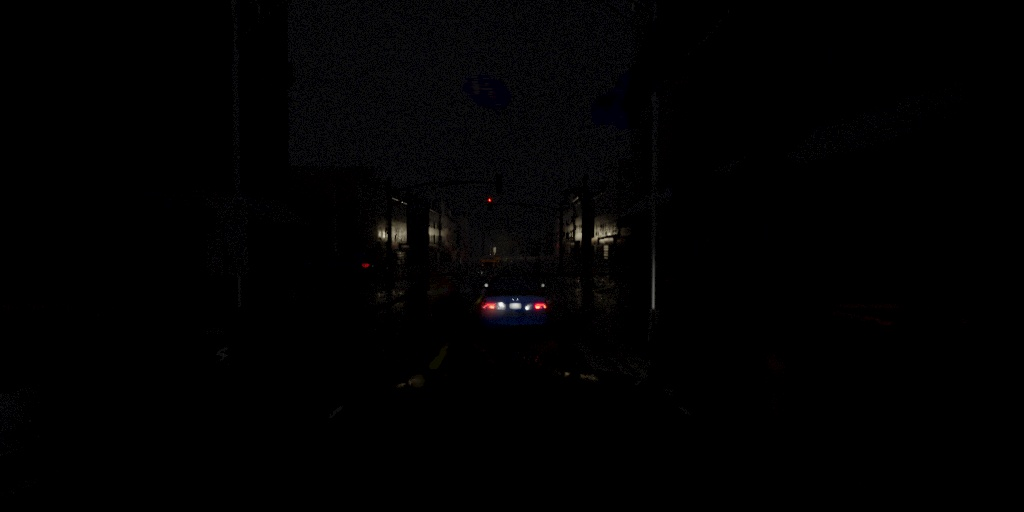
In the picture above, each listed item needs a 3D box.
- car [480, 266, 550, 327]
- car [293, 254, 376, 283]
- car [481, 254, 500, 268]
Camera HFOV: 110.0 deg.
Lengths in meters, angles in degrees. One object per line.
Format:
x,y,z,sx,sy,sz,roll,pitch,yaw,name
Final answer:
0.081,1.214,11.053,2.033,1.411,5.357,0,1,0,car
-13.032,0.853,26.524,5.566,2.045,2.150,0,1,-2,car
-2.878,0.700,45.717,1.882,1.535,5.008,0,1,0,car
